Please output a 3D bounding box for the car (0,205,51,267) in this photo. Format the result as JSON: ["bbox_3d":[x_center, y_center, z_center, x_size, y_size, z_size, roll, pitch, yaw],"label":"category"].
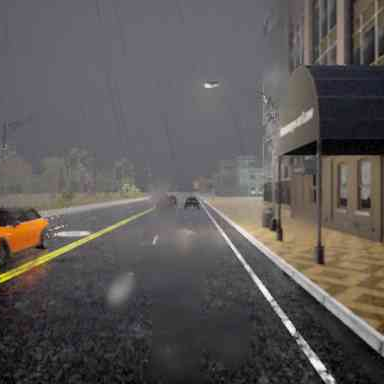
[{"bbox_3d":[-6.573,1.307,11.068,2.097,1.767,4.553,0,0,0],"label":"car"}]

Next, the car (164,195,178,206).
[{"bbox_3d":[-3.252,1.266,52.073,1.882,1.535,5.008,0,0,0],"label":"car"}]

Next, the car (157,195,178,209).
[{"bbox_3d":[-3.252,1.379,41.637,2.033,1.411,5.357,0,0,0],"label":"car"}]

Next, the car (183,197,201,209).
[{"bbox_3d":[-0.002,1.336,41.637,1.837,1.490,4.892,0,0,0],"label":"car"}]
